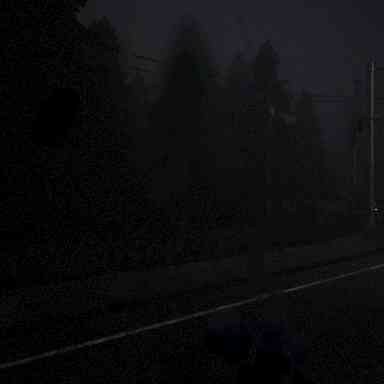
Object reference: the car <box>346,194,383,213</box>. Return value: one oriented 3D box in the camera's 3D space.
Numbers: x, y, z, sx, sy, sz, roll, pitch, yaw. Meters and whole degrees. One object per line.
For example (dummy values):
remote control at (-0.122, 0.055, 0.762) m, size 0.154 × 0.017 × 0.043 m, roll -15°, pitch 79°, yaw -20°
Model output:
car at (18.032, 1.221, 34.013) m, size 2.150 × 2.045 × 5.566 m, roll 0°, pitch 0°, yaw -6°

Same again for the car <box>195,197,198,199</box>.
car at (-0.118, 1.601, 65.234) m, size 4.718 × 1.301 × 1.895 m, roll 0°, pitch 0°, yaw 27°

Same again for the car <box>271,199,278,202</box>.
car at (11.639, 1.211, 55.358) m, size 2.150 × 2.045 × 5.566 m, roll 0°, pitch -1°, yaw -41°

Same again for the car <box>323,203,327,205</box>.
car at (15.228, 1.547, 43.871) m, size 2.033 × 1.411 × 5.357 m, roll 0°, pitch 0°, yaw -27°
